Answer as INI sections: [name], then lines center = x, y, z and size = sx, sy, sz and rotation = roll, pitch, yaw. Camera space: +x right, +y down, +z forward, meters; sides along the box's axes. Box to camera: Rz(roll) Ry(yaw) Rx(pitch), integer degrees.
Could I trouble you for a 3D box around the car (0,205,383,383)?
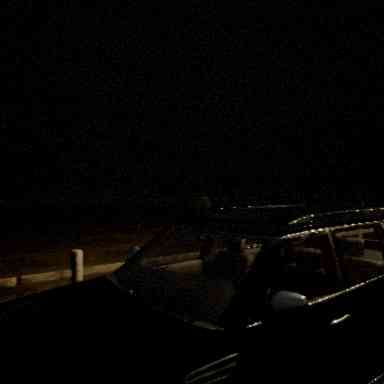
[car]
center = 0.650, 1.210, 3.526
size = 5.566, 2.045, 2.150
rotation = 0, 0, -35
